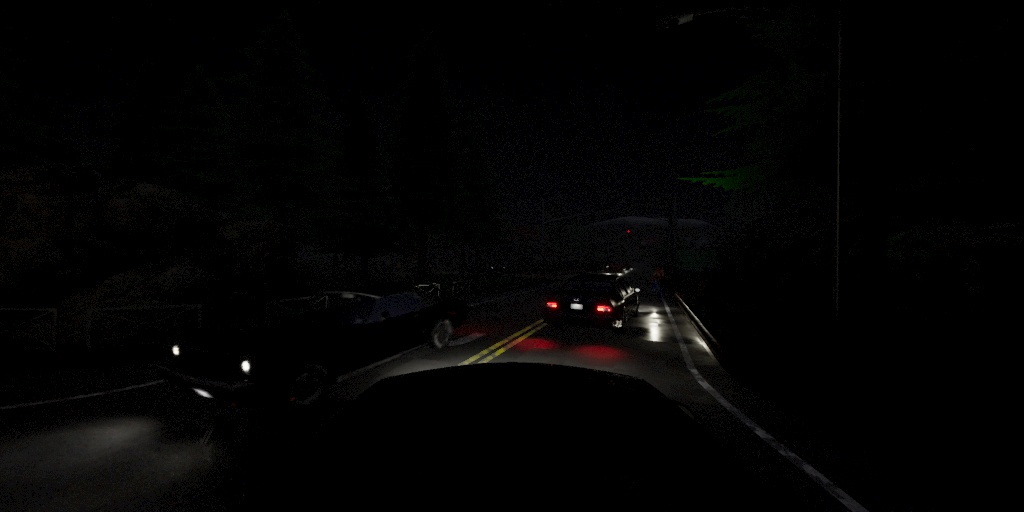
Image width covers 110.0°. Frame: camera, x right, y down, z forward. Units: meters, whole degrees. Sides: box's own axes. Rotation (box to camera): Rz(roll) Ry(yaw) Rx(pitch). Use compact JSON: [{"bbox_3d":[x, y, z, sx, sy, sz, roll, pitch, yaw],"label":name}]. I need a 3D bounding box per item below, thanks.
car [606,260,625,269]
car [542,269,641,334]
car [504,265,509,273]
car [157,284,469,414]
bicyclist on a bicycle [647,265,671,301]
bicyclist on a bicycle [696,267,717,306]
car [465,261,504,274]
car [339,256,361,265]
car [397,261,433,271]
[{"bbox_3d":[15.096,1.605,52.865,2.097,1.767,4.553,1,0,21],"label":"car"},{"bbox_3d":[2.534,1.231,10.404,2.033,1.411,5.357,1,-1,25],"label":"car"},{"bbox_3d":[-2.747,1.612,48.291,4.674,1.442,1.812,1,-1,22],"label":"car"},{"bbox_3d":[-2.720,1.221,6.204,1.895,1.301,4.718,1,2,24],"label":"car"},{"bbox_3d":[6.801,1.258,16.514,1.656,1.620,0.582,1,0,-30],"label":"bicyclist on a bicycle"},{"bbox_3d":[8.214,1.273,15.098,1.656,1.620,0.582,1,0,-33],"label":"bicyclist on a bicycle"},{"bbox_3d":[-3.770,1.391,44.810,4.553,1.767,2.097,1,-1,21],"label":"car"},{"bbox_3d":[-22.666,1.018,52.409,5.566,2.045,2.150,1,-1,25],"label":"car"},{"bbox_3d":[-13.089,1.396,48.408,5.008,1.535,1.882,1,-1,21],"label":"car"}]
